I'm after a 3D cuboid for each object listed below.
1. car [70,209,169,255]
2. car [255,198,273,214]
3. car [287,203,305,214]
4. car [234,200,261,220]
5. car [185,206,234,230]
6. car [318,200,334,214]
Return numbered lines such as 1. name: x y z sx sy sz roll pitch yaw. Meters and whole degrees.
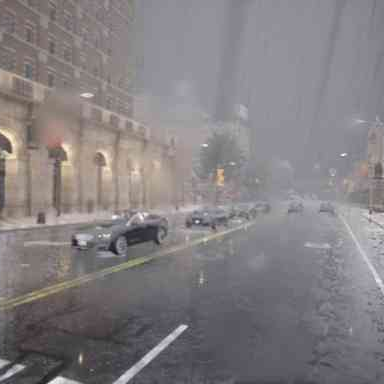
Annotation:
1. car: -2.672 1.479 13.383 2.128 1.511 4.902 1 0 24
2. car: 8.918 1.896 41.333 2.128 1.511 4.902 1 0 23
3. car: 13.346 2.072 42.568 2.033 1.411 5.357 1 0 22
4. car: 4.941 1.766 31.714 1.837 1.490 4.892 1 0 23
5. car: 1.114 1.687 22.499 1.994 1.385 4.181 1 0 23
6. car: 18.107 2.205 45.014 2.033 1.411 5.357 1 0 22
